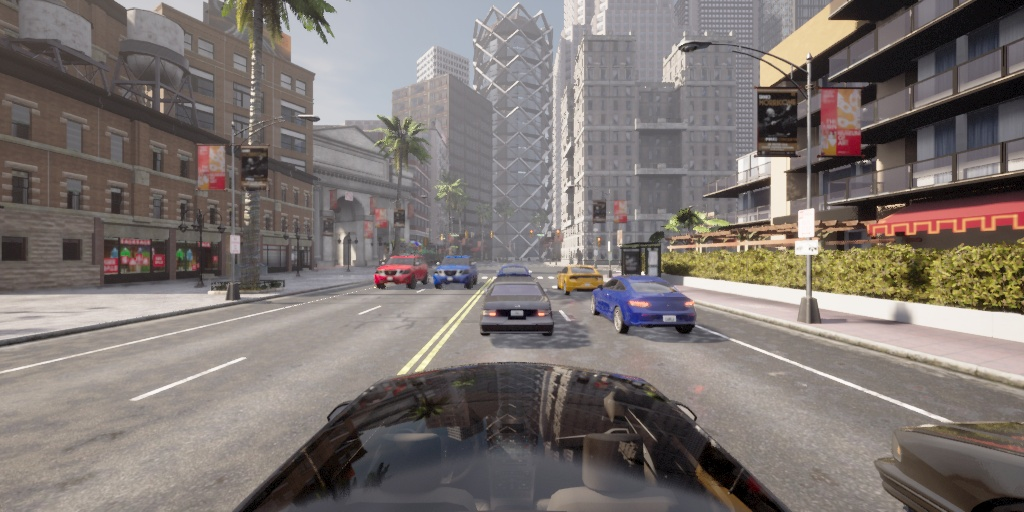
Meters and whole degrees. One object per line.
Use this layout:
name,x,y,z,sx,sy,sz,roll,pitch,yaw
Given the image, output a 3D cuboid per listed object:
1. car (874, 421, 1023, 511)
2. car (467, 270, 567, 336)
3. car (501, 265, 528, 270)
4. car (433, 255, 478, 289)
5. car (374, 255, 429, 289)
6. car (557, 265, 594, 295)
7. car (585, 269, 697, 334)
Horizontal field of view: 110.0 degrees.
car,3.664,1.297,0.153,2.033,1.411,5.357,0,0,-1
car,0.108,1.297,10.375,2.033,1.411,5.357,0,0,0
car,0.116,1.228,20.161,1.882,1.535,5.008,0,0,0
car,-3.503,0.976,23.142,2.150,2.045,5.566,0,0,0
car,-7.000,0.976,23.375,2.150,2.045,5.566,0,0,0
car,3.615,1.228,19.661,1.882,1.535,5.008,0,0,0
car,3.620,1.276,10.549,1.812,1.442,4.674,0,0,0
